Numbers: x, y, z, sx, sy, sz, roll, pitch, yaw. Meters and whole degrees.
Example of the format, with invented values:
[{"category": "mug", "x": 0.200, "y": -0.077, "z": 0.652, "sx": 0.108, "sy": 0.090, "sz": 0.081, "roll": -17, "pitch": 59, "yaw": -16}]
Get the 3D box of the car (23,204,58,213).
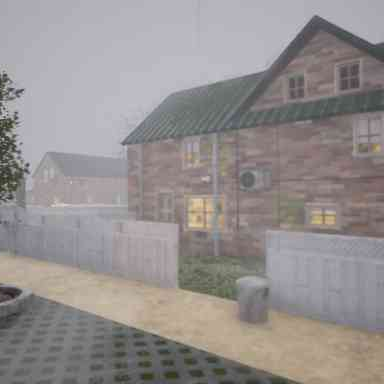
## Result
[{"category": "car", "x": -12.186, "y": 1.674, "z": 24.401, "sx": 2.097, "sy": 1.767, "sz": 4.553, "roll": -1, "pitch": -2, "yaw": 35}]
